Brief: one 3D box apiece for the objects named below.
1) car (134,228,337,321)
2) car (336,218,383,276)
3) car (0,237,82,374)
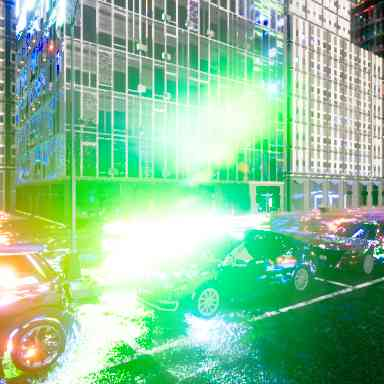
[{"bbox_3d":[0.907,1.551,7.192,4.403,1.369,2.008,0,0,-35],"label":"car"},{"bbox_3d":[5.419,1.546,10.393,4.507,1.381,1.887,0,0,-35],"label":"car"},{"bbox_3d":[-3.604,1.440,3.991,4.097,1.590,1.967,0,0,-35],"label":"car"}]
